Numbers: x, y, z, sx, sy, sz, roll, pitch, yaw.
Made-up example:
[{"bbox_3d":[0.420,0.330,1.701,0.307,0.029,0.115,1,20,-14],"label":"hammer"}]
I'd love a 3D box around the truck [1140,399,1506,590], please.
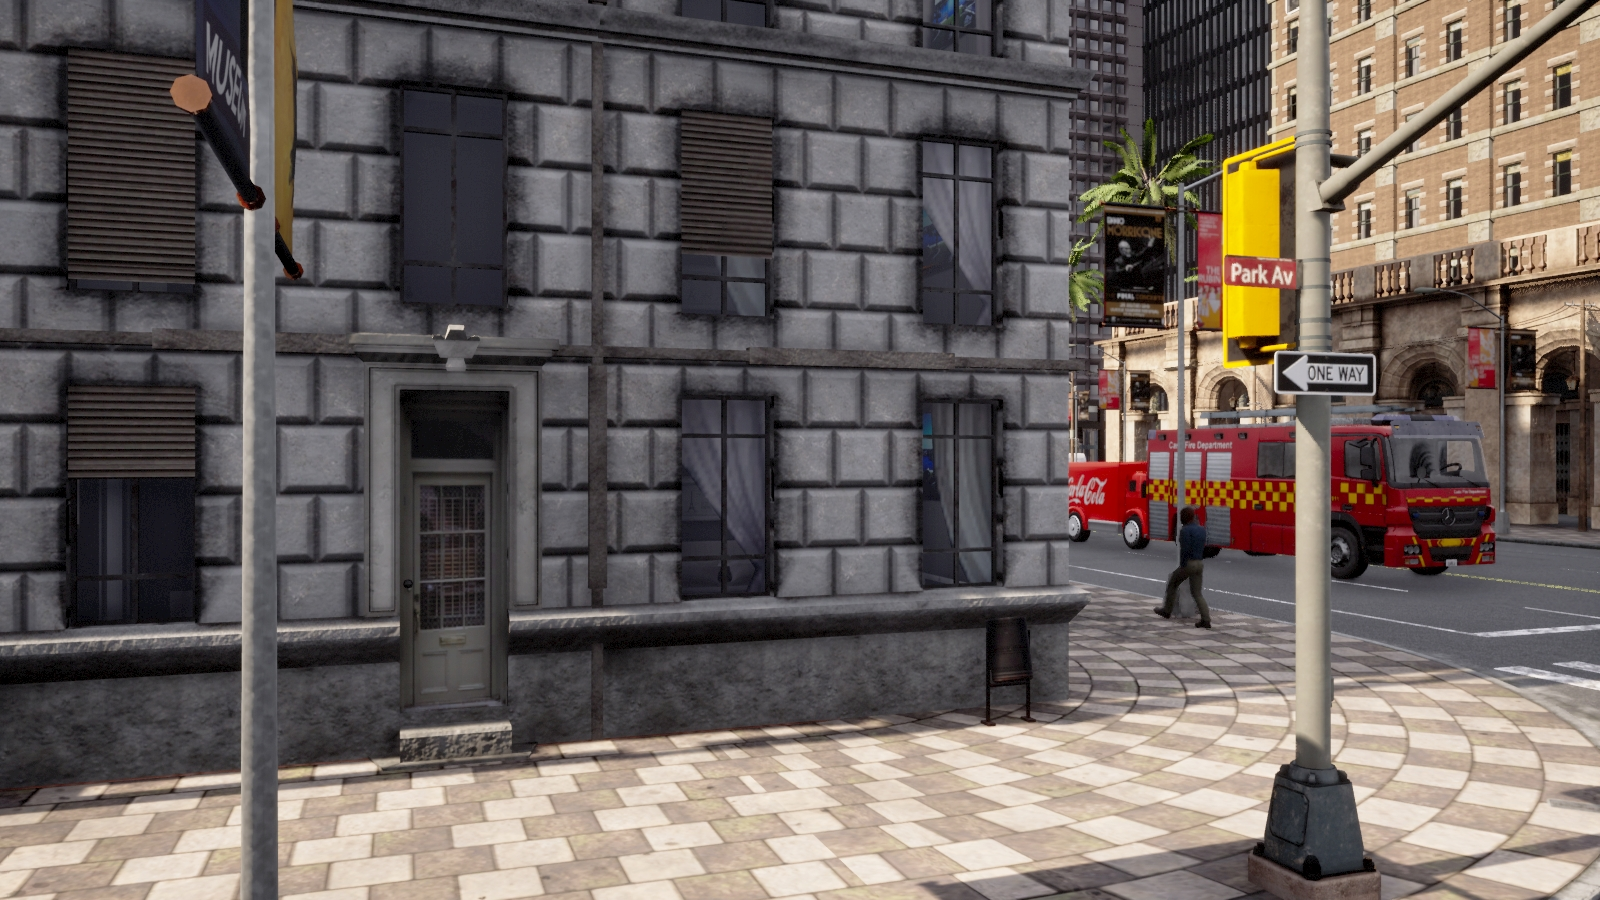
[{"bbox_3d":[11.966,0.892,27.385,2.891,3.827,8.468,0,0,-19],"label":"truck"}]

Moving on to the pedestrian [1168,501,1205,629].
[{"bbox_3d":[5.761,1.699,17.024,0.375,1.860,0.375,0,0,-27],"label":"pedestrian"}]

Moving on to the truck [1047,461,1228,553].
[{"bbox_3d":[9.884,1.568,34.016,2.627,2.467,5.204,0,0,-19],"label":"truck"}]
